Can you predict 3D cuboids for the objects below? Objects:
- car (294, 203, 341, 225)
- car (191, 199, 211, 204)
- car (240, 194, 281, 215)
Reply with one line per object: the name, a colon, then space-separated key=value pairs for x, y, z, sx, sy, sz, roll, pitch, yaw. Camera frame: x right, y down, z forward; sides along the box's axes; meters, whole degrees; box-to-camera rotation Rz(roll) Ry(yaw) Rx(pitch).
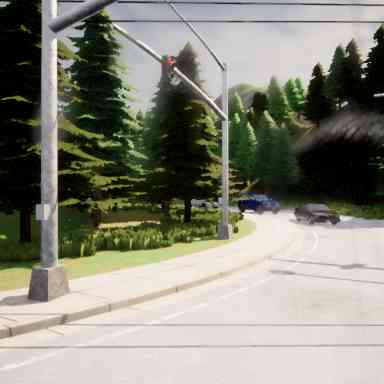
car: x=9.026 y=1.547 z=24.506 sx=2.033 sy=1.411 sz=5.357 roll=0 pitch=0 yaw=2
car: x=1.432 y=1.220 z=44.888 sx=2.150 sy=2.045 sz=5.566 roll=0 pitch=0 yaw=-34
car: x=6.910 y=1.221 z=34.996 sx=2.150 sy=2.045 sz=5.566 roll=0 pitch=0 yaw=-23
